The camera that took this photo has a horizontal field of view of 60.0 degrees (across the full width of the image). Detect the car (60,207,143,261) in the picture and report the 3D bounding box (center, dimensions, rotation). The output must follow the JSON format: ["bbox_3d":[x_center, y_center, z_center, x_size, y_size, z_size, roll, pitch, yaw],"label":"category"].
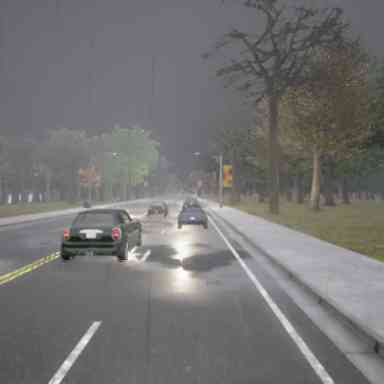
[{"bbox_3d":[-3.174,1.386,12.564,2.097,1.767,4.553,0,0,0],"label":"car"}]

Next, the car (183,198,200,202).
[{"bbox_3d":[-0.080,1.476,40.707,2.097,1.767,4.553,0,0,0],"label":"car"}]

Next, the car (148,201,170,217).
[{"bbox_3d":[-3.270,1.622,32.781,1.812,1.442,4.674,0,0,0],"label":"car"}]

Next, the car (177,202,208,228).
[{"bbox_3d":[0.037,1.629,22.871,1.994,1.385,4.181,0,0,0],"label":"car"}]
